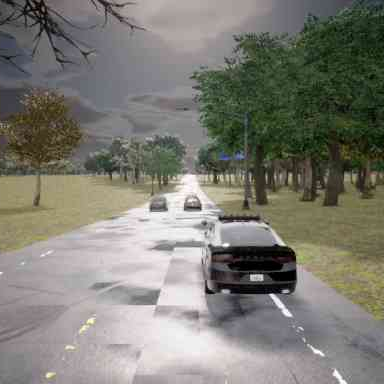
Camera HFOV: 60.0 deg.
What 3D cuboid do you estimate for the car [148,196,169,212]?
[{"bbox_3d":[-3.493,1.232,35.554,1.837,1.490,4.892,0,1,0],"label":"car"}]

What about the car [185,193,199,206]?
[{"bbox_3d":[0.036,0.991,46.989,1.882,1.535,5.008,0,1,1],"label":"car"}]

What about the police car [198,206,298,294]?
[{"bbox_3d":[1.227,1.411,8.878,1.930,1.638,5.238,0,0,0],"label":"police car"}]

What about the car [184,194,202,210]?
[{"bbox_3d":[0.078,1.266,37.031,1.994,1.385,4.181,0,1,0],"label":"car"}]
